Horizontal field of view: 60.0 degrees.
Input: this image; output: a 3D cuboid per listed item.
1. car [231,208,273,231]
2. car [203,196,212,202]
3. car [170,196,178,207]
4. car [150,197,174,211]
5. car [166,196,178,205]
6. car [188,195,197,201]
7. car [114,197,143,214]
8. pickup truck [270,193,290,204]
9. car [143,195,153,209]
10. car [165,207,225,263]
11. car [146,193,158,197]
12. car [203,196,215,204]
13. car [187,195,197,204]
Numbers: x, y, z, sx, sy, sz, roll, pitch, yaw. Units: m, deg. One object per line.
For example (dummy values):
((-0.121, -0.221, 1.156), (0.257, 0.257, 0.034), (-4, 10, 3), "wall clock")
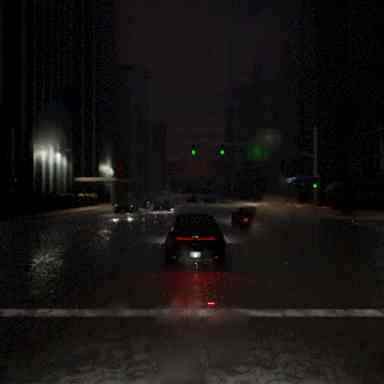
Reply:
((3.606, 1.617, 20.865), (1.895, 1.301, 4.718), (0, 0, 0), "car")
((3.520, 1.611, 76.982), (1.994, 1.385, 4.181), (0, 0, 0), "car")
((-3.539, 1.639, 49.692), (1.895, 1.301, 4.718), (0, 0, 0), "car")
((-3.569, 1.595, 40.402), (1.994, 1.385, 4.181), (0, 0, 0), "car")
((-3.484, 1.524, 59.813), (1.882, 1.535, 5.008), (0, 0, 0), "car")
((0.020, 1.435, 76.878), (1.994, 1.385, 4.181), (0, 0, 0), "car")
((-7.080, 1.380, 36.418), (2.097, 1.767, 4.553), (0, 0, 0), "car")
((16.638, 1.106, 62.320), (2.390, 2.098, 6.274), (0, 0, 31), "pickup truck")
((-7.058, 1.541, 46.572), (1.837, 1.490, 4.892), (0, 0, 0), "car")
((0.102, 1.516, 11.919), (1.837, 1.490, 4.892), (0, 0, 0), "car")
((-6.985, 1.266, 56.979), (2.150, 2.045, 5.566), (0, 0, 0), "car")
((3.518, 1.529, 66.819), (1.882, 1.535, 5.008), (0, 0, 0), "car")
((0.018, 1.555, 66.493), (1.837, 1.490, 4.892), (0, 0, 0), "car")
